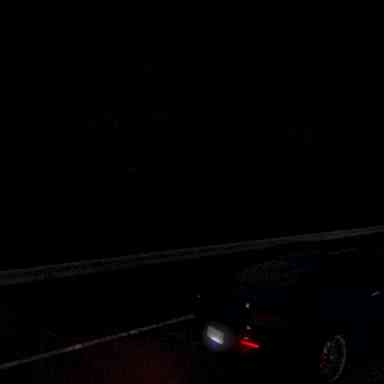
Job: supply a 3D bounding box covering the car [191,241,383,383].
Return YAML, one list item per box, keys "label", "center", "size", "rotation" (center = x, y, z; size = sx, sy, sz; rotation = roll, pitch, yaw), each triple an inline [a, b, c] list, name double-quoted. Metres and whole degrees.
- label: "car"
  center: [2.151, 1.527, 5.282]
  size: [4.674, 1.442, 1.812]
  rotation: [0, 0, -35]
